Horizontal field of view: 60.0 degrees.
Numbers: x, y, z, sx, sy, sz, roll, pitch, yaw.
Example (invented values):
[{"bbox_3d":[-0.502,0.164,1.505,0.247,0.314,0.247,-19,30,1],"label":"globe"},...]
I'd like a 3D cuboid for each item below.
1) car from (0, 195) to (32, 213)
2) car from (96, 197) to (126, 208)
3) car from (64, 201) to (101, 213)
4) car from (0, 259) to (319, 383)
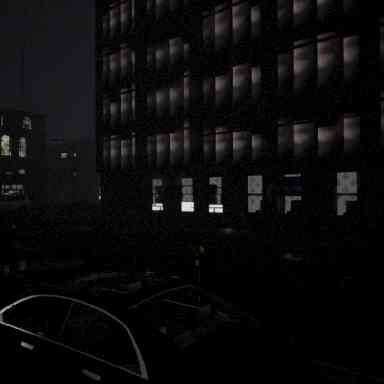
[{"bbox_3d":[-20.368,1.325,36.012,2.150,2.045,5.566,0,0,36],"label":"car"},{"bbox_3d":[-12.407,1.643,51.201,1.967,1.590,4.097,-1,-1,36],"label":"car"},{"bbox_3d":[-12.191,1.683,37.295,1.802,1.307,4.206,-1,-1,36],"label":"car"},{"bbox_3d":[-0.982,1.551,3.579,4.403,1.369,2.008,0,0,35],"label":"car"}]
